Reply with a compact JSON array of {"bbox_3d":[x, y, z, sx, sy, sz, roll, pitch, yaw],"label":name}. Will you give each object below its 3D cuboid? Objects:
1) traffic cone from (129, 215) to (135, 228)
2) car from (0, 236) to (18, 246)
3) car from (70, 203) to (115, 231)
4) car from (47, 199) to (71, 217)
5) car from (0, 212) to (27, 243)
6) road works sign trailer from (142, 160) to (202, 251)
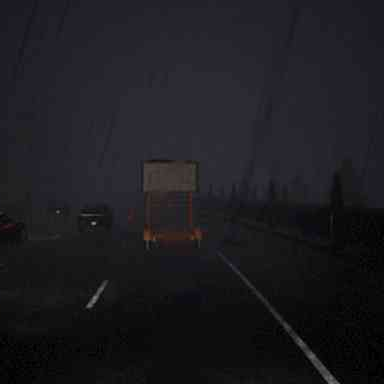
[{"bbox_3d":[-3.737,1.921,20.753,0.340,0.580,0.340,0,0,-11],"label":"traffic cone"},{"bbox_3d":[-3.615,1.473,2.621,1.882,1.535,5.008,0,0,-2],"label":"car"},{"bbox_3d":[-5.797,1.458,20.286,2.128,1.511,4.902,0,0,-12],"label":"car"},{"bbox_3d":[-12.297,1.454,30.855,1.837,1.490,4.892,0,0,-18],"label":"car"},{"bbox_3d":[-8.032,1.484,12.891,1.837,1.490,4.892,0,0,-7],"label":"car"},{"bbox_3d":[-0.957,0.441,14.156,2.380,3.560,2.880,0,0,-11],"label":"road works sign trailer"}]
